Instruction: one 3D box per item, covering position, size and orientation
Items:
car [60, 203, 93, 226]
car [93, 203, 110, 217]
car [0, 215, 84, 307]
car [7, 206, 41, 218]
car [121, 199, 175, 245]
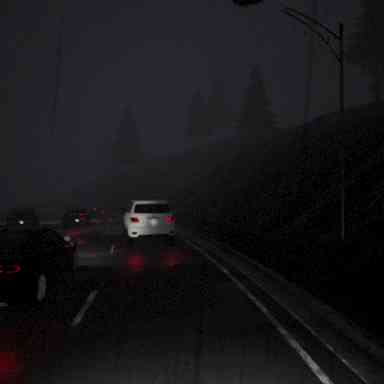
[{"bbox_3d":[-8.984,1.767,25.548,1.837,1.490,4.892,0,-1,-23],"label":"car"},{"bbox_3d":[-10.114,1.879,35.471,1.812,1.442,4.674,0,-1,-31],"label":"car"},{"bbox_3d":[-4.198,1.568,8.147,1.882,1.535,5.008,0,-1,-7],"label":"car"},{"bbox_3d":[-12.170,1.770,24.148,1.837,1.490,4.892,0,-1,-23],"label":"car"},{"bbox_3d":[-2.317,1.379,16.877,2.150,2.045,5.566,0,-1,-14],"label":"car"}]
